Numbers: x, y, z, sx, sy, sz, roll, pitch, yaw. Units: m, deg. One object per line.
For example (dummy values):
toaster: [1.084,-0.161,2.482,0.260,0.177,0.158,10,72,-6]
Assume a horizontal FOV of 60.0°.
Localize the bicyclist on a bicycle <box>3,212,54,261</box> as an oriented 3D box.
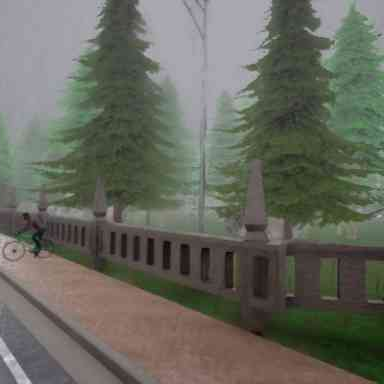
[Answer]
bicyclist on a bicycle: [-5.579,1.531,11.475,1.656,1.620,0.582,2,-2,-41]
